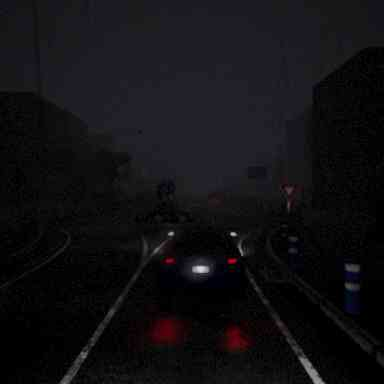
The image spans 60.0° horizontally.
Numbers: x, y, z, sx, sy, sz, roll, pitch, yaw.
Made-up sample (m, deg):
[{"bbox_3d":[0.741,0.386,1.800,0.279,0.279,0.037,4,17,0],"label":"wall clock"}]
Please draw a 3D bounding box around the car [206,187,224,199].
[{"bbox_3d":[3.674,0.376,55.371,1.837,1.490,4.892,0,2,-1],"label":"car"}]

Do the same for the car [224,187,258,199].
[{"bbox_3d":[8.202,0.344,56.681,4.674,1.452,2.002,0,2,-1],"label":"car"}]

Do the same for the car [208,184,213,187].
[{"bbox_3d":[7.831,-0.882,86.975,5.566,2.045,2.435,0,1,-1],"label":"car"}]

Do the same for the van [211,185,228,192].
[{"bbox_3d":[7.681,-0.980,92.484,4.442,1.987,1.878,0,1,-1],"label":"van"}]

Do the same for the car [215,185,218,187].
[{"bbox_3d":[8.020,-0.259,73.205,4.892,1.521,2.231,0,2,-1],"label":"car"}]

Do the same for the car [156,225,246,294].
[{"bbox_3d":[0.265,1.554,8.825,1.994,1.385,4.181,0,0,2],"label":"car"}]

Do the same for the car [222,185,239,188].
[{"bbox_3d":[8.136,0.075,59.428,4.553,1.767,2.185,0,2,-1],"label":"car"}]

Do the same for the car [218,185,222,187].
[{"bbox_3d":[8.166,-0.150,62.178,5.566,2.045,2.435,0,2,-1],"label":"car"}]
